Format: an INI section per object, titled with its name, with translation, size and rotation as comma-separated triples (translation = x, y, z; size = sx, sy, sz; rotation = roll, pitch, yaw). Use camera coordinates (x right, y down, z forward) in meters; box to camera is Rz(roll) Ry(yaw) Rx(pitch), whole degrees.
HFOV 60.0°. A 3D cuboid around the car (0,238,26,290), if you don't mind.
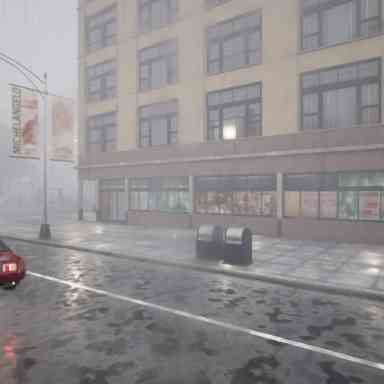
[car]
translation = -5.720, 1.601, 8.156
size = 1.895, 1.301, 4.718
rotation = 0, 0, -42
